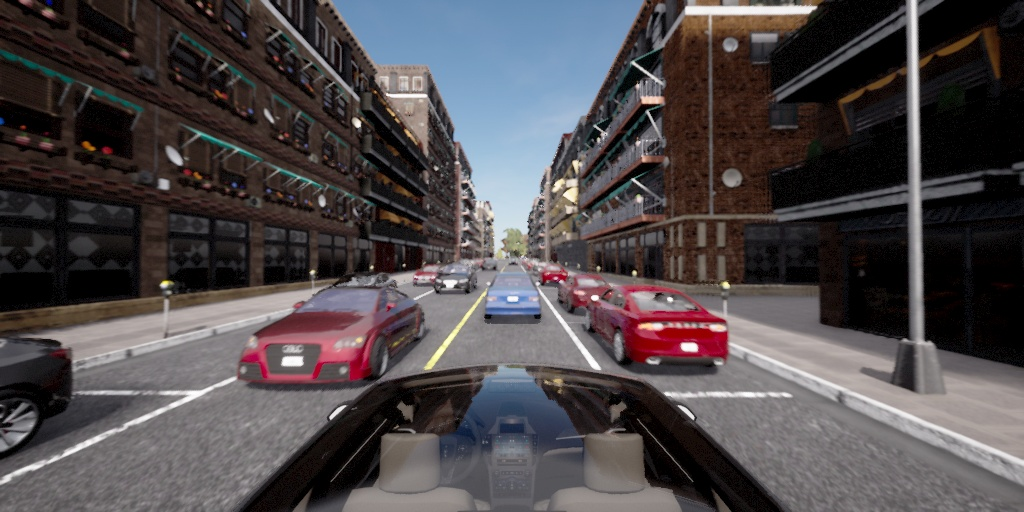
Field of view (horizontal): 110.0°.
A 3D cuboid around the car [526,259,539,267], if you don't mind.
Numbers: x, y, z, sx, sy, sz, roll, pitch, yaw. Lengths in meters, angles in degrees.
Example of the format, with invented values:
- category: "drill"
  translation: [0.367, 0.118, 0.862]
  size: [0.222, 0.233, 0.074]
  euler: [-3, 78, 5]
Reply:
- category: "car"
  translation: [2.807, 1.249, 36.154]
  size: [2.007, 1.370, 4.403]
  euler: [0, 0, 0]

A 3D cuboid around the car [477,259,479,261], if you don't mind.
- category: "car"
  translation: [-5.533, 1.218, 47.548]
  size: [2.007, 1.370, 4.403]
  euler: [0, 0, 0]

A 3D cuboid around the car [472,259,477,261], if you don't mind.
- category: "car"
  translation: [-5.553, 1.116, 41.887]
  size: [1.967, 1.591, 4.097]
  euler: [0, 0, 0]

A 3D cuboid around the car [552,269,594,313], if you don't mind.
- category: "car"
  translation: [2.728, 1.317, 13.510]
  size: [1.802, 1.307, 4.207]
  euler: [0, 0, 0]

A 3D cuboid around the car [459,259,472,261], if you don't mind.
- category: "car"
  translation: [-5.574, 1.251, 36.225]
  size: [1.948, 1.339, 4.313]
  euler: [0, 0, 0]

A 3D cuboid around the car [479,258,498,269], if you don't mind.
- category: "car"
  translation: [-2.849, 1.153, 46.527]
  size: [1.882, 1.535, 5.008]
  euler: [0, 0, 0]

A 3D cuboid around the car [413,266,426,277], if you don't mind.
- category: "car"
  translation: [-5.615, 1.285, 24.902]
  size: [1.802, 1.307, 4.207]
  euler: [0, 0, 0]

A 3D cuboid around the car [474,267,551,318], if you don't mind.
- category: "car"
  translation: [0.032, 1.279, 12.857]
  size: [2.033, 1.411, 5.357]
  euler: [0, 0, 0]

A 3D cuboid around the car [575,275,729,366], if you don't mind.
- category: "car"
  translation: [2.778, 1.289, 7.848]
  size: [1.888, 1.381, 4.507]
  euler: [0, 0, 0]

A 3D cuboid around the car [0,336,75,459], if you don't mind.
- category: "car"
  translation: [-5.827, 1.306, 2.256]
  size: [1.948, 1.339, 4.313]
  euler: [0, 0, 0]

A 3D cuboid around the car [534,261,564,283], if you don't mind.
- category: "car"
  translation: [2.766, 1.262, 24.831]
  size: [1.888, 1.381, 4.507]
  euler: [0, 0, 0]

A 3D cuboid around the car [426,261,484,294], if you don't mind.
- category: "car"
  translation: [-3.024, 1.207, 20.068]
  size: [2.128, 1.511, 4.902]
  euler: [0, 0, 1]

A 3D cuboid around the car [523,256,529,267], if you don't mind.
- category: "car"
  translation: [2.848, 1.121, 47.477]
  size: [1.967, 1.591, 4.097]
  euler: [0, 0, 0]

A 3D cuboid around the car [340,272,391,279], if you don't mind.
- category: "car"
  translation: [-5.658, 1.287, 13.583]
  size: [1.948, 1.339, 4.313]
  euler: [0, 0, 0]

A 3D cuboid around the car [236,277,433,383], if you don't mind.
- category: "car"
  translation: [-3.087, 1.300, 7.057]
  size: [1.994, 1.385, 4.181]
  euler: [0, 0, 0]
